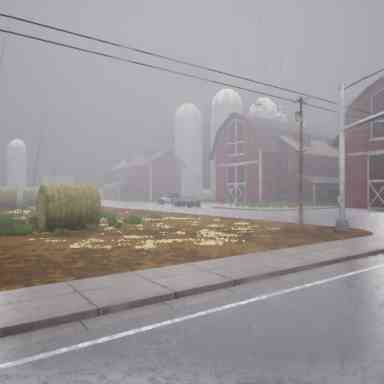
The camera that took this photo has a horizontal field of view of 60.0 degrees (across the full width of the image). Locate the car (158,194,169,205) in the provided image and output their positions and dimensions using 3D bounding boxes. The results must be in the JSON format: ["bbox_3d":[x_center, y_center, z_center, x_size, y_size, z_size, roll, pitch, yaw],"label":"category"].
[{"bbox_3d":[-3.919,1.118,57.685,3.866,1.878,1.905,-2,5,11],"label":"car"}]

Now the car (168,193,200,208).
[{"bbox_3d":[-0.848,1.318,46.710,2.097,1.767,4.553,-1,1,-36],"label":"car"}]
